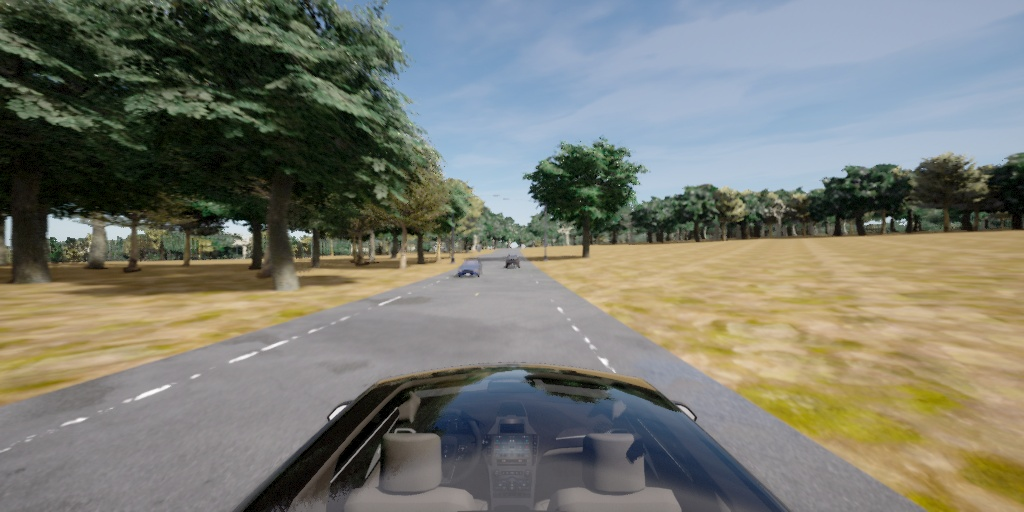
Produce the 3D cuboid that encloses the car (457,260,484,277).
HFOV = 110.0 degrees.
[{"bbox_3d":[-3.521,1.044,31.312,2.033,1.411,5.357,0,1,0],"label":"car"}]

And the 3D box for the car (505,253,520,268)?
[{"bbox_3d":[0.083,0.705,46.825,1.837,1.490,4.892,0,1,0],"label":"car"}]
